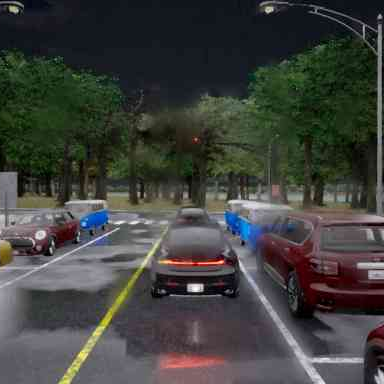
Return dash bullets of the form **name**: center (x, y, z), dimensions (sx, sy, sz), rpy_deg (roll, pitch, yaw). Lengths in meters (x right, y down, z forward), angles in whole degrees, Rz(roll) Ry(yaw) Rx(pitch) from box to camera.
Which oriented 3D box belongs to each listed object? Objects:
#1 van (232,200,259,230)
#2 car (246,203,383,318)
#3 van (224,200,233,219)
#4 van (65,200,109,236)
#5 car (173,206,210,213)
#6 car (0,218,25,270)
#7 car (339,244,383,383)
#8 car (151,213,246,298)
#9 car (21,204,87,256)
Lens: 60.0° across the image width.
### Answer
- **van**: center (2.755, 1.342, 12.776), dimensions (1.690, 1.788, 3.998), rpy_deg (0, 0, 0)
- **car**: center (2.758, 1.315, 7.339), dimensions (2.192, 1.841, 5.009), rpy_deg (0, 0, 0)
- **van**: center (2.752, 1.342, 18.214), dimensions (1.690, 1.788, 3.998), rpy_deg (0, 0, 0)
- **van**: center (-5.773, 1.342, 18.209), dimensions (1.690, 1.788, 3.998), rpy_deg (0, 0, 0)
- **car**: center (0.002, 1.506, 17.914), dimensions (1.837, 1.490, 4.892), rpy_deg (0, 0, -1)
- **car**: center (-5.767, 1.525, 7.164), dimensions (1.752, 1.417, 4.829), rpy_deg (0, 0, 0)
- **car**: center (2.762, 1.440, 1.901), dimensions (1.967, 1.590, 4.097), rpy_deg (0, 0, 0)
- **car**: center (0.073, 1.505, 8.510), dimensions (1.837, 1.490, 4.892), rpy_deg (0, 0, 0)
- **car**: center (-5.770, 1.441, 12.771), dimensions (1.967, 1.590, 4.097), rpy_deg (0, 0, 0)
